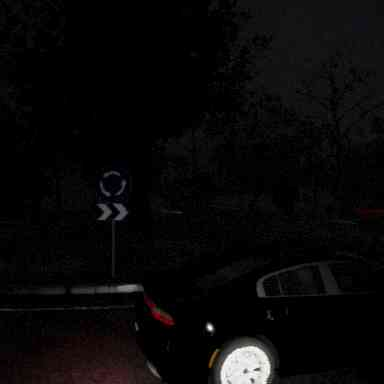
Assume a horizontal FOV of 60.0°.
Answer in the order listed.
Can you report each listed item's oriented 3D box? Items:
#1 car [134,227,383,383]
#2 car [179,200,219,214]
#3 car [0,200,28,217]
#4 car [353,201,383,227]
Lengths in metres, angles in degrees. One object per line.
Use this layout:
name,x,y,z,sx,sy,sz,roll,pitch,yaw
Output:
car,1.715,1.476,4.760,5.008,1.535,1.882,0,1,-15
car,0.775,1.551,35.350,4.181,1.385,1.994,0,0,18
car,-16.858,1.482,28.862,2.128,1.511,4.902,0,0,36
car,12.348,1.343,21.393,2.097,1.767,4.553,0,0,-2
